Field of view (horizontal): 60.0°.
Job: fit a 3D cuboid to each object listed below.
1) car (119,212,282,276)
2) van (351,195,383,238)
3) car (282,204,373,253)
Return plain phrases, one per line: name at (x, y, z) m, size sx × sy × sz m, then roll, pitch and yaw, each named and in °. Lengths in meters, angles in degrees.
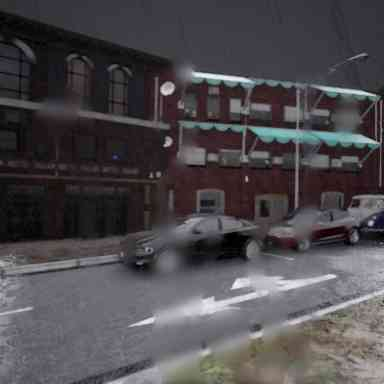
car at (0.212, 1.437, 10.430) m, size 5.008 × 1.535 × 2.097 m, roll 0°, pitch 0°, yaw -33°
van at (9.437, 1.129, 16.331) m, size 4.442 × 1.987 × 1.878 m, roll 0°, pitch 0°, yaw -31°
car at (4.806, 1.427, 13.441) m, size 4.792 × 1.488 × 2.163 m, roll -1°, pitch 0°, yaw -32°
